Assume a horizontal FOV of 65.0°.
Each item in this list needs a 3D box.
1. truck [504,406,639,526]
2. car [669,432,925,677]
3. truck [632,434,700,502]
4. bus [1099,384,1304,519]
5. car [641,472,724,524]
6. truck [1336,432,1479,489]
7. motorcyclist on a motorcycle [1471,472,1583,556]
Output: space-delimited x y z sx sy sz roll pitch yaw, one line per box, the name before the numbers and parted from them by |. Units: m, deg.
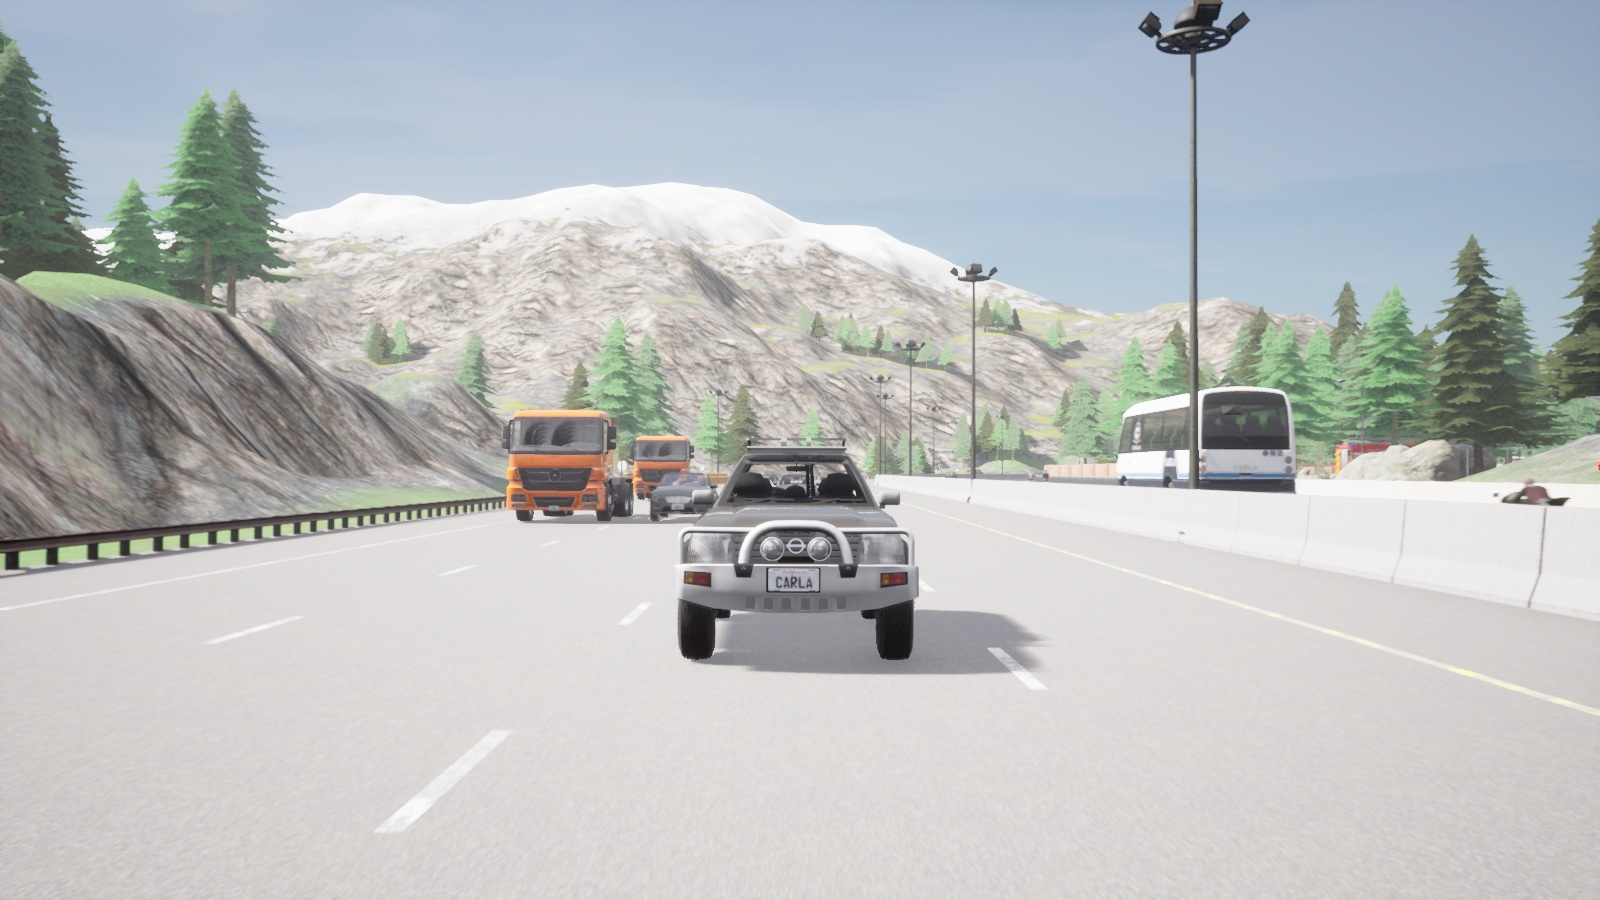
truck | -7.101 0.534 40.218 2.891 3.462 7.936 0 -1 0
car | -0.030 0.830 11.848 1.932 1.855 4.605 0 -1 0
truck | -7.160 1.004 68.247 2.891 3.462 7.936 0 -1 0
bus | 13.886 0.131 44.724 3.944 4.253 10.273 0 -1 0
car | -3.596 1.443 39.289 2.128 1.511 4.902 0 -1 0
truck | 42.052 0.743 87.079 8.468 3.827 2.891 0 -1 0
motorcyclist on a motorcycle | 13.941 1.198 24.154 0.866 1.530 2.191 0 -1 0
